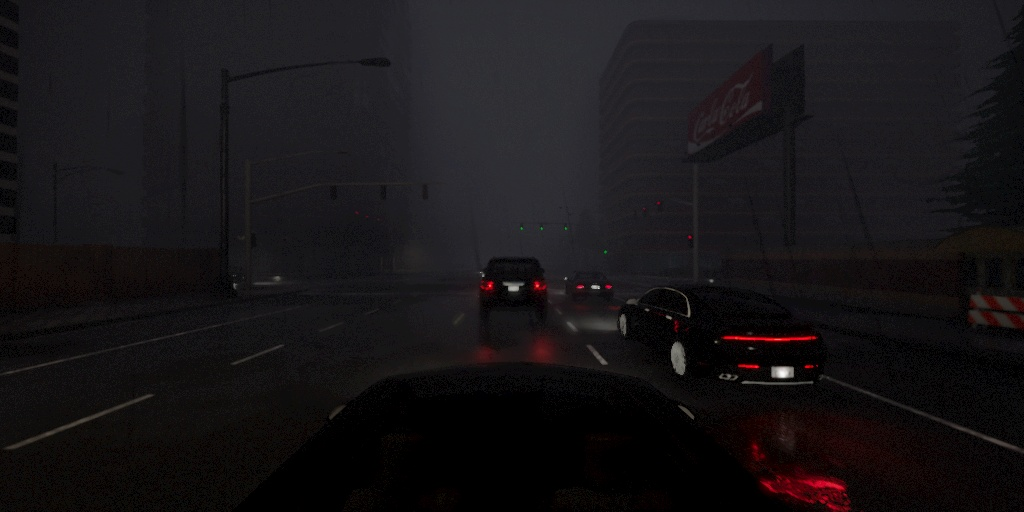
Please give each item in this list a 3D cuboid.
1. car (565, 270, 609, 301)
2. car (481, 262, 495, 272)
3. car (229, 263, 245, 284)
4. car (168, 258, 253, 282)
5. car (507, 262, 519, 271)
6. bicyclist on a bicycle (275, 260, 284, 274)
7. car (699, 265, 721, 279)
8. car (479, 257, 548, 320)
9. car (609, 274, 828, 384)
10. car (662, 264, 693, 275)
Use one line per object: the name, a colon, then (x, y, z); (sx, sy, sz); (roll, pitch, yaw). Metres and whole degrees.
car: (3.774, 1.419, 18.129); (2.033, 1.411, 5.357); (0, 0, 4)
car: (-3.540, 1.664, 54.389); (1.812, 1.442, 4.674); (0, 0, 0)
car: (-23.205, 1.446, 27.743); (4.892, 1.490, 1.837); (0, 0, 0)
car: (-26.165, 1.189, 31.226); (5.566, 2.045, 2.150); (0, 0, -1)
car: (0.109, 1.757, 62.049); (1.994, 1.385, 4.181); (0, -1, 0)
bicyclist on a bicycle: (-27.994, 1.356, 43.201); (0.582, 1.620, 1.656); (0, 0, 0)
car: (21.325, 1.474, 35.170); (5.008, 1.535, 1.882); (0, 0, 0)
car: (0.066, 1.057, 13.153); (2.150, 2.045, 5.566); (0, 0, 0)
car: (3.602, 1.297, 7.190); (1.837, 1.490, 4.892); (0, 0, 0)
car: (18.644, 1.548, 38.656); (4.674, 1.442, 1.812); (0, 0, 0)
